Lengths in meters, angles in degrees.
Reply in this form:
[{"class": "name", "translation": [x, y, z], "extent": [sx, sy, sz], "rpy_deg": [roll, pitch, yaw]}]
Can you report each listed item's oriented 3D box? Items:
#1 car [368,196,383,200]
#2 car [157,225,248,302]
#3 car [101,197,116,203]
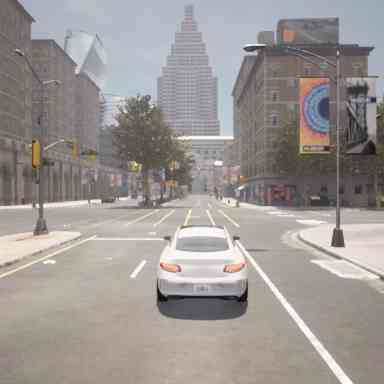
[{"class": "car", "translation": [35.820, 1.481, 67.513], "extent": [2.231, 1.521, 4.892], "rpy_deg": [0, 0, 1]}, {"class": "car", "translation": [0.240, 1.526, 8.163], "extent": [1.812, 1.442, 4.674], "rpy_deg": [0, 0, 1]}, {"class": "car", "translation": [-16.892, 1.595, 67.190], "extent": [1.895, 1.301, 4.718], "rpy_deg": [0, 0, 1]}]
